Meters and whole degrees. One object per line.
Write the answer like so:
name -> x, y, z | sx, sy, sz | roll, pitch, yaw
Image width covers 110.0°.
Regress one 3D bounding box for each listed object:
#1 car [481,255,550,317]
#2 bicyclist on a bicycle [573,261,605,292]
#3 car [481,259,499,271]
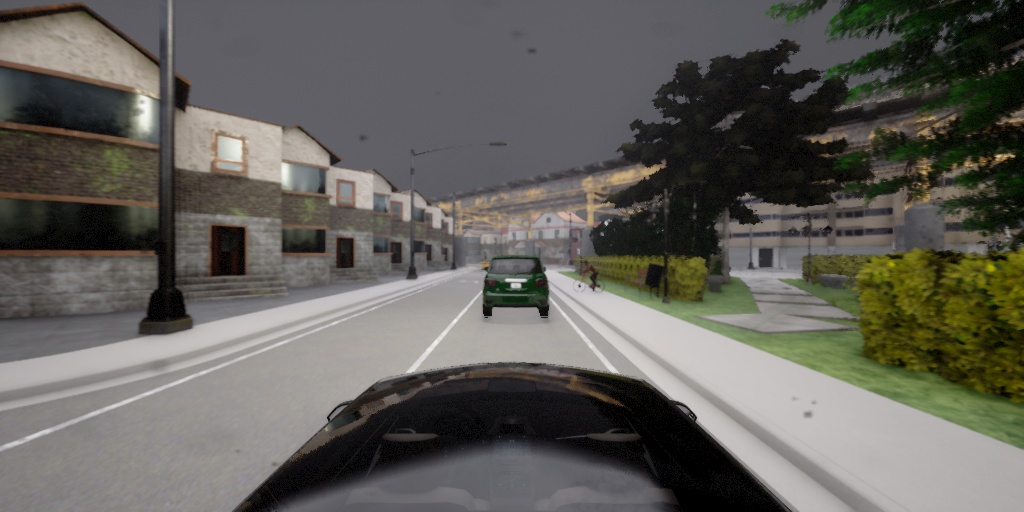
car -> 0.123, 0.973, 13.311 | 2.150, 2.045, 5.566 | 0, 0, 0
bicyclist on a bicycle -> 3.919, 1.059, 18.258 | 1.656, 1.620, 0.582 | 0, 0, 0
car -> -2.956, 1.232, 48.799 | 1.882, 1.535, 5.008 | 0, -1, 4
